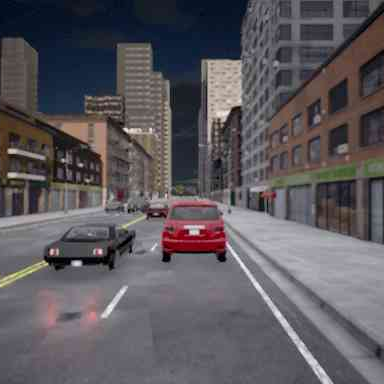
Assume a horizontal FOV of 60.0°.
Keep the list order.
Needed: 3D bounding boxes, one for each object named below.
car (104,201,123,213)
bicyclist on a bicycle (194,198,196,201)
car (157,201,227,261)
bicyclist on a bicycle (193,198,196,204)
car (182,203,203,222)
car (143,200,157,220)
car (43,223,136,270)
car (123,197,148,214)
[{"bbox_3d":[-9.865,1.937,42.630,1.837,1.490,4.892,0,-1,0],"label":"car"},{"bbox_3d":[0.838,2.297,85.876,0.659,1.776,1.843,0,0,0],"label":"bicyclist on a bicycle"},{"bbox_3d":[0.078,1.349,12.930,2.150,2.045,5.566,0,0,0],"label":"car"},{"bbox_3d":[0.828,2.472,94.877,0.866,1.612,1.509,0,-1,0],"label":"bicyclist on a bicycle"},{"bbox_3d":[0.072,1.830,30.860,1.812,1.442,4.674,0,0,0],"label":"car"},{"bbox_3d":[-3.176,1.791,31.795,1.882,1.535,5.008,0,0,0],"label":"car"},{"bbox_3d":[-3.176,1.713,11.435,1.895,1.301,4.718,0,-1,0],"label":"car"},{"bbox_3d":[-6.621,1.640,41.530,2.150,2.045,5.566,0,-1,0],"label":"car"}]
